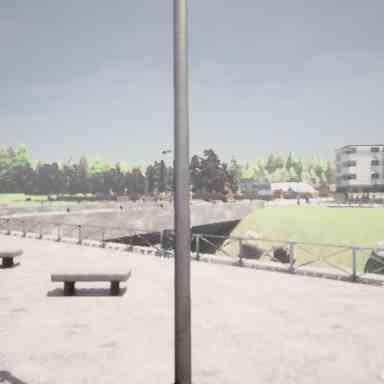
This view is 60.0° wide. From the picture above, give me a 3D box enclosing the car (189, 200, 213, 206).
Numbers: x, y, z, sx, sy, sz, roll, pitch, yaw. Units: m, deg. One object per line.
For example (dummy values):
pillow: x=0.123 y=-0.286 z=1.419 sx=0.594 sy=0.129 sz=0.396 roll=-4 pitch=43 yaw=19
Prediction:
car: x=1.227 y=1.828 z=49.059 sx=1.895 sy=1.301 sz=4.718 roll=-1 pitch=0 yaw=36
